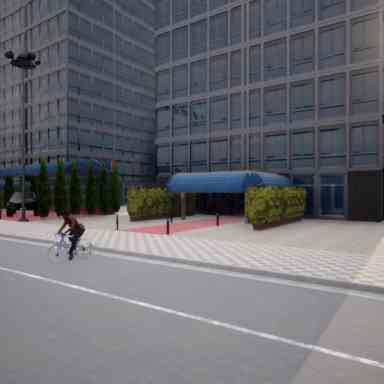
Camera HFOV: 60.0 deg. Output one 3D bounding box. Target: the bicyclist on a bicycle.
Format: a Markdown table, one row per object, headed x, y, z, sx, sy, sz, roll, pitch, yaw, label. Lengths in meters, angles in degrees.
| x | y | z | sx | sy | sz | roll | pitch | yaw | label |
| --- | --- | --- | --- | --- | --- | --- | --- | --- | --- |
| -3.868 | 1.434 | 10.597 | 0.582 | 1.620 | 1.656 | 0 | 2 | 34 | bicyclist on a bicycle |

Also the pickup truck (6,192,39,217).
| x | y | z | sx | sy | sz | roll | pitch | yaw | label |
| --- | --- | --- | --- | --- | --- | --- | --- | --- | --- |
| -15.165 | 1.057 | 30.077 | 2.390 | 2.098 | 6.274 | 0 | 0 | -25 | pickup truck |
